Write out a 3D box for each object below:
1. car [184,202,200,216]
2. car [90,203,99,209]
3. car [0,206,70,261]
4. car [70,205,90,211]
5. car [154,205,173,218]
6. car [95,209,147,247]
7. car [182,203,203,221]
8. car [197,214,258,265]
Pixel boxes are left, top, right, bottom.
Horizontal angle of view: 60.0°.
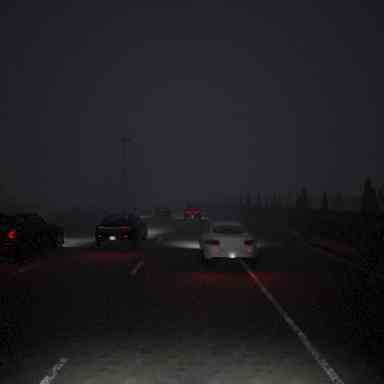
[{"bbox_3d":[-0.034,2.373,47.251,2.097,1.767,4.553,0,-1,-2],"label":"car"},{"bbox_3d":[-20.100,2.991,67.870,1.837,1.490,4.892,0,-1,-13],"label":"car"},{"bbox_3d":[-6.900,1.590,13.336,2.097,1.767,4.553,0,-1,0],"label":"car"},{"bbox_3d":[-14.095,2.379,39.032,2.033,1.411,5.357,0,-1,0],"label":"car"},{"bbox_3d":[-3.399,2.342,39.865,2.128,1.511,4.902,0,-1,0],"label":"car"},{"bbox_3d":[-3.400,1.806,16.632,2.128,1.511,4.902,0,-1,0],"label":"car"},{"bbox_3d":[0.048,2.260,35.754,1.837,1.490,4.892,0,-1,0],"label":"car"},{"bbox_3d":[1.226,1.743,12.401,1.812,1.442,4.674,0,-1,0],"label":"car"}]
